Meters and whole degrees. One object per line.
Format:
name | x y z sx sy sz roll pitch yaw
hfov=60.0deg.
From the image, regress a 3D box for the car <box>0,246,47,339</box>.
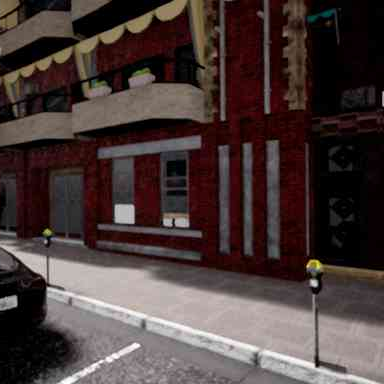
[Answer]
car | -4.245 1.566 5.758 4.313 1.339 1.947 0 -1 36
